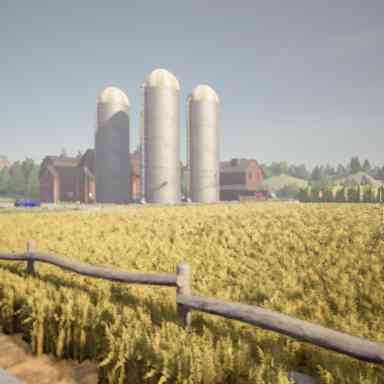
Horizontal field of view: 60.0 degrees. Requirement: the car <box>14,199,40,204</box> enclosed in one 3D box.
[{"bbox_3d":[-31.555,2.179,63.872,2.242,1.667,4.611,-1,-1,42],"label":"car"}]
